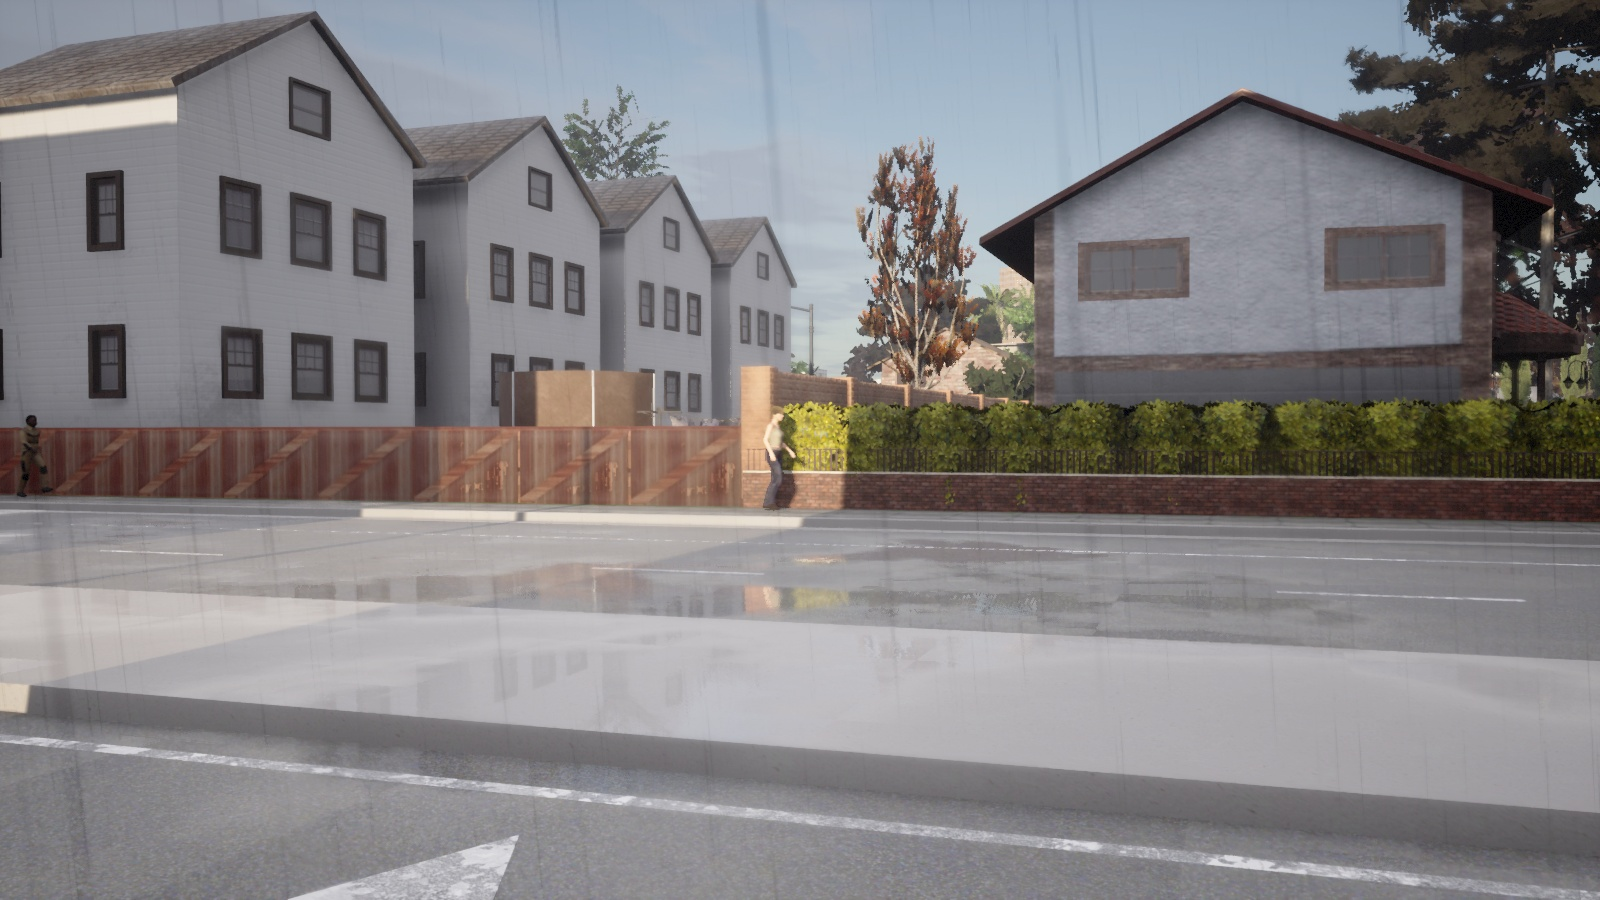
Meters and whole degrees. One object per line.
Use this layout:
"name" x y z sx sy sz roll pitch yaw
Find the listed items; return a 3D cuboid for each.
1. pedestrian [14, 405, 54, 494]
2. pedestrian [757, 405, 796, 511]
"pedestrian" -16.768 -0.022 27.492 0.692 1.930 0.396 1 1 21
"pedestrian" -0.420 0.127 22.040 0.594 1.836 0.345 1 1 20
